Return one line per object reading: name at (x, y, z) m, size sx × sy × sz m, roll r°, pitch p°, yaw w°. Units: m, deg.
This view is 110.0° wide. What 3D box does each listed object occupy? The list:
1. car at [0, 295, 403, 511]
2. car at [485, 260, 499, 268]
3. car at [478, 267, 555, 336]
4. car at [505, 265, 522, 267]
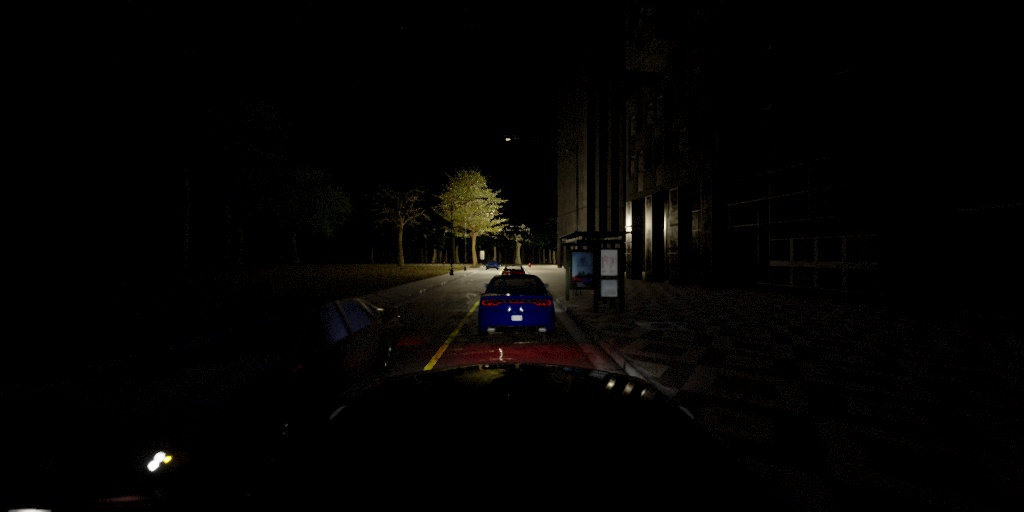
car at (-3.095, 1.299, 4.967) m, size 2.033 × 1.411 × 5.357 m, roll 0°, pitch 0°, yaw 0°
car at (-2.988, 1.373, 55.059) m, size 1.882 × 1.535 × 5.008 m, roll 0°, pitch 0°, yaw 1°
car at (0.110, 1.242, 10.490) m, size 1.882 × 1.535 × 5.008 m, roll 0°, pitch 0°, yaw 0°
car at (0.129, 1.431, 30.274) m, size 1.895 × 1.301 × 4.718 m, roll 0°, pitch 0°, yaw 0°
